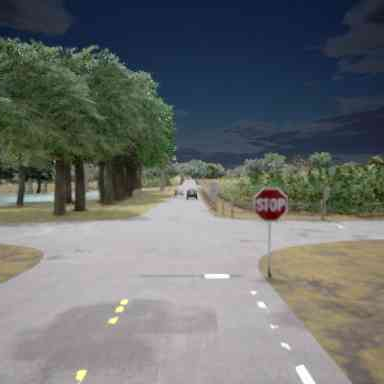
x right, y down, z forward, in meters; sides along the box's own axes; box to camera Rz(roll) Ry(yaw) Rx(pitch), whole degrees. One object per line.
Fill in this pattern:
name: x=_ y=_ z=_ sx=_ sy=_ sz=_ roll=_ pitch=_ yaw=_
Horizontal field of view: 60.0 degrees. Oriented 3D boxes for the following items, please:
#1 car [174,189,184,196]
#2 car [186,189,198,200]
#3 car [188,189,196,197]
car: x=-2.758 y=0.154 z=69.611 sx=1.812 sy=1.442 sz=4.674 roll=0 pitch=2 yaw=0
car: x=-0.007 y=0.372 z=65.061 sx=2.150 sy=2.045 sz=5.566 roll=0 pitch=2 yaw=0
car: x=-0.008 y=0.129 z=75.444 sx=1.882 sy=1.535 sz=5.008 roll=0 pitch=2 yaw=0
